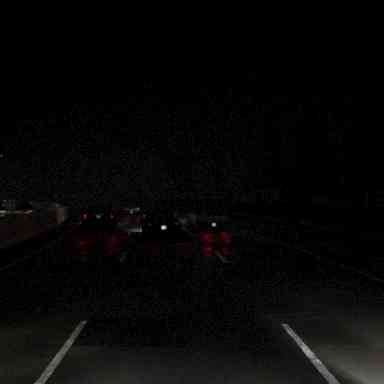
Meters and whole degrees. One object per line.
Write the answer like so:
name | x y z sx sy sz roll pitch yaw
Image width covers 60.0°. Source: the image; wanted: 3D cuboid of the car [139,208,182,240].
car | -1.727 1.715 18.170 1.994 1.385 4.181 0 0 -10

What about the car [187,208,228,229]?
car | 0.909 1.779 23.079 1.895 1.301 4.718 0 0 -12

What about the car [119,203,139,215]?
car | -7.400 1.935 38.329 1.895 1.301 4.718 0 0 -22

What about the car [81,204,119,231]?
car | -6.147 1.555 22.286 2.097 1.767 4.553 0 0 -13
